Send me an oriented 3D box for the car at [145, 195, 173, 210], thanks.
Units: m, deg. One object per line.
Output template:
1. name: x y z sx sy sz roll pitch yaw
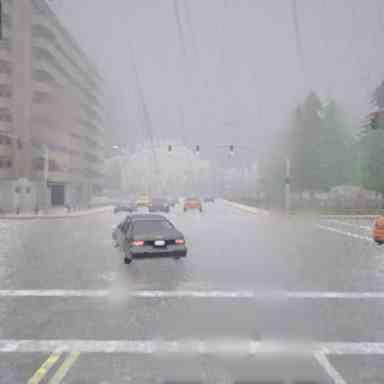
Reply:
1. car: -3.584 1.363 37.094 2.097 1.767 4.553 0 0 0

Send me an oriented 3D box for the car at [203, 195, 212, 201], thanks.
1. car: 3.514 1.432 77.215 1.994 1.385 4.181 0 0 0

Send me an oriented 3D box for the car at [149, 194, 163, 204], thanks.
1. car: -6.994 1.372 65.233 2.097 1.767 4.553 0 0 0

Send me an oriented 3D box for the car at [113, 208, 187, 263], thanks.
1. car: -1.688 1.502 11.823 2.033 1.411 5.357 0 0 -18

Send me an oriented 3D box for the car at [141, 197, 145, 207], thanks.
1. car: -7.071 1.491 48.587 1.882 1.535 5.008 0 0 0

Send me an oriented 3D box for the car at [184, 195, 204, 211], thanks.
1. car: 0.108 1.363 40.728 2.097 1.767 4.553 0 0 0

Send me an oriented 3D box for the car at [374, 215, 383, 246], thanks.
1. car: 9.677 1.303 13.415 4.553 1.767 2.097 0 1 -21

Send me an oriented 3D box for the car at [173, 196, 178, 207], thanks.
1. car: -3.568 1.541 49.662 1.812 1.442 4.674 0 1 0

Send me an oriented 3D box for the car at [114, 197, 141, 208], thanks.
1. car: -7.085 1.536 36.010 1.812 1.442 4.674 0 0 0

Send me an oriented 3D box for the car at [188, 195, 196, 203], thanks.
1. car: 0.014 1.498 73.694 1.882 1.535 5.008 0 0 0

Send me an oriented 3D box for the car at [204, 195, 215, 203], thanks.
1. car: 3.513 1.371 68.790 2.097 1.767 4.553 0 0 0
